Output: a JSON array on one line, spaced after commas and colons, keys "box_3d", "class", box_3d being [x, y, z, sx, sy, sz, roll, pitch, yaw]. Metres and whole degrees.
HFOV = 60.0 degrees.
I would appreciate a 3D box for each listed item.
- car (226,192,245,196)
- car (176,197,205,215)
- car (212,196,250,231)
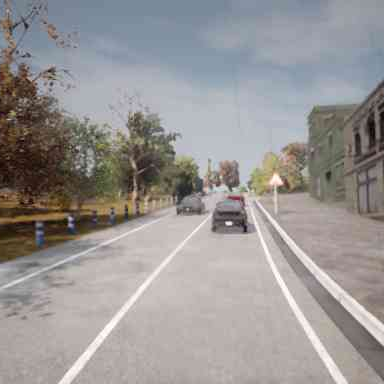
[{"box_3d": [4.810, 0.739, 36.772, 1.882, 1.535, 5.008, 0, 1, 8], "class": "car"}, {"box_3d": [-0.052, 1.100, 27.439, 1.994, 1.385, 4.181, 0, 1, 9], "class": "car"}, {"box_3d": [2.150, 1.233, 18.716, 1.837, 1.490, 4.892, 0, 2, 8], "class": "car"}]
